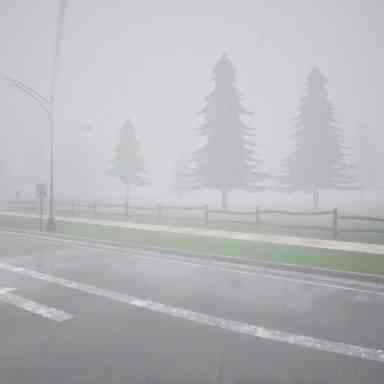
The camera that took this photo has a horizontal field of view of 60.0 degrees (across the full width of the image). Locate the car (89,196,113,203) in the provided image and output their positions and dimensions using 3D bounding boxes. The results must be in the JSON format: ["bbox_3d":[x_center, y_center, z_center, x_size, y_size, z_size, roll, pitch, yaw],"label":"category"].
[{"bbox_3d":[-18.880,1.595,69.358,1.895,1.301,4.718,0,0,35],"label":"car"}]

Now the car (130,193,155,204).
[{"bbox_3d":[-9.335,1.351,64.770,2.097,1.767,4.553,0,0,36],"label":"car"}]

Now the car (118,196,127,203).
[{"bbox_3d":[-11.712,1.224,67.419,2.150,2.045,5.566,0,0,36],"label":"car"}]

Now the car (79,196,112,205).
[{"bbox_3d":[-15.990,1.564,55.375,1.994,1.385,4.181,0,0,35],"label":"car"}]

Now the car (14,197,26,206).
[{"bbox_3d":[-23.753,1.601,50.415,1.895,1.301,4.718,0,0,35],"label":"car"}]

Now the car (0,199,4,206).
[{"bbox_3d":[-29.691,1.564,54.141,1.994,1.385,4.181,0,0,34],"label":"car"}]

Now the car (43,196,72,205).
[{"bbox_3d":[-24.662,1.526,61.224,1.812,1.442,4.674,0,0,35],"label":"car"}]

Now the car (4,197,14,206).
[{"bbox_3d":[-26.501,1.526,52.590,1.812,1.442,4.674,0,0,35],"label":"car"}]

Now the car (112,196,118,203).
[{"bbox_3d":[-15.469,1.552,68.126,1.994,1.385,4.181,0,0,35],"label":"car"}]

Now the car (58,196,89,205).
[{"bbox_3d":[-21.263,1.491,60.010,2.128,1.511,4.902,0,0,35],"label":"car"}]

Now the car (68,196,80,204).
[{"bbox_3d":[-18.621,1.526,57.694,1.812,1.442,4.674,0,0,35],"label":"car"}]

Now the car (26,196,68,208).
[{"bbox_3d":[-20.963,1.352,48.305,2.097,1.767,4.553,0,0,35],"label":"car"}]
